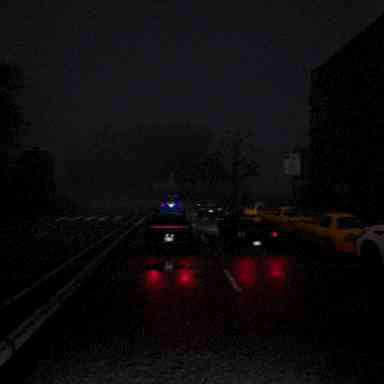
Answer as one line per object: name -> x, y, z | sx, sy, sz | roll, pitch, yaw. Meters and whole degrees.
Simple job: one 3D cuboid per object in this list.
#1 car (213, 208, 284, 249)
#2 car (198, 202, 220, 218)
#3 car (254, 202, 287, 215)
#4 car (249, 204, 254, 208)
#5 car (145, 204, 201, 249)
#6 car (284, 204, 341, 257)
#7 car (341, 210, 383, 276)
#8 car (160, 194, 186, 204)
car -> 2.278, 1.607, 14.544 | 1.895, 1.301, 4.718 | 0, 0, -3
car -> 1.534, 1.548, 29.452 | 1.994, 1.385, 4.181 | 0, 0, -1
car -> 5.266, 1.475, 18.581 | 1.946, 1.575, 5.366 | 0, 0, -3
car -> 4.945, 1.471, 24.095 | 1.946, 1.575, 5.366 | 0, 0, -3
car -> -0.964, 1.472, 14.317 | 2.128, 1.511, 4.902 | 0, 0, -3
car -> 5.598, 1.483, 13.066 | 1.946, 1.575, 5.366 | 0, 0, -3
car -> 5.944, 1.242, 7.267 | 2.435, 2.045, 5.566 | 0, 0, -4
car -> -1.713, 1.211, 29.420 | 2.150, 2.045, 5.566 | 0, 0, -1
